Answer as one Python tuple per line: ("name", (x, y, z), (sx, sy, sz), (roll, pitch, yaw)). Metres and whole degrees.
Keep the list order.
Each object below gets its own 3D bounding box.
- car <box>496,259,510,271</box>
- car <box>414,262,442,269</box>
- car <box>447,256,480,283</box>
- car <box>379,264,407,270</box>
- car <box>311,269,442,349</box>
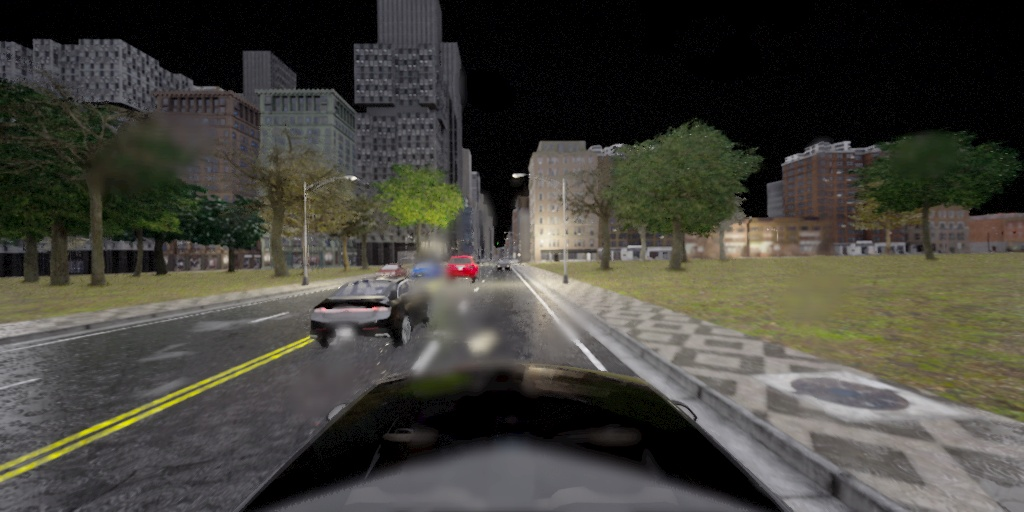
("car", (-1.183, 1.374, 49.674), (1.895, 1.301, 4.718), (-1, 0, -2))
("car", (-7.359, 1.334, 31.239), (1.882, 1.535, 5.008), (-1, 0, -1))
("car", (-3.853, 1.025, 28.906), (2.150, 2.045, 5.566), (-1, 0, -2))
("car", (-10.627, 1.432, 31.931), (1.812, 1.442, 4.674), (-1, 0, -2))
("car", (-3.306, 1.287, 9.403), (2.128, 1.511, 4.902), (-1, 0, -2))
